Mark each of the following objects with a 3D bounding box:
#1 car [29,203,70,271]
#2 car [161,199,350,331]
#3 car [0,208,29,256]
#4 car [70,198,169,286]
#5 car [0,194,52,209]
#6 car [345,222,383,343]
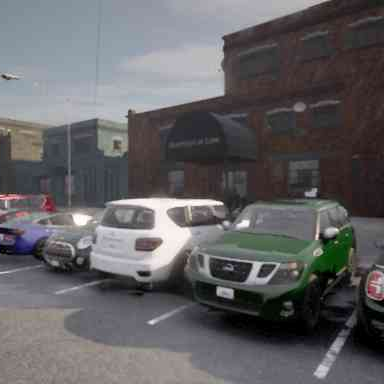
[{"bbox_3d":[-2.335,1.300,10.658,2.185,1.767,4.553,0,0,36],"label":"car"},{"bbox_3d":[2.119,1.212,7.408,2.435,2.045,5.566,0,0,36],"label":"car"},{"bbox_3d":[-4.582,1.443,12.259,2.163,1.488,4.792,0,0,36],"label":"car"},{"bbox_3d":[-0.093,1.193,9.056,2.435,2.045,5.566,0,0,35],"label":"car"},{"bbox_3d":[-9.100,1.152,15.411,2.435,2.045,5.566,0,0,36],"label":"car"},{"bbox_3d":[4.361,1.356,5.805,2.185,1.767,4.553,0,0,36],"label":"car"}]
